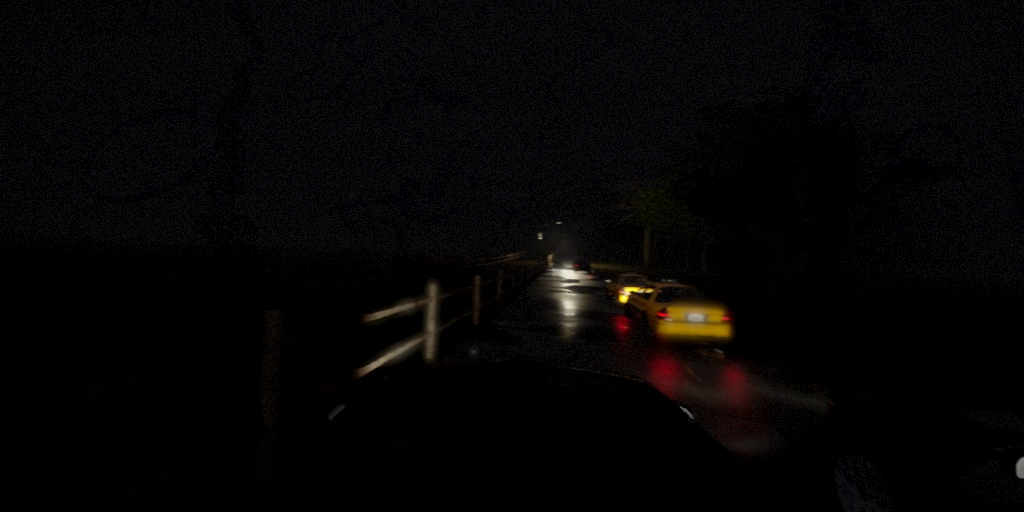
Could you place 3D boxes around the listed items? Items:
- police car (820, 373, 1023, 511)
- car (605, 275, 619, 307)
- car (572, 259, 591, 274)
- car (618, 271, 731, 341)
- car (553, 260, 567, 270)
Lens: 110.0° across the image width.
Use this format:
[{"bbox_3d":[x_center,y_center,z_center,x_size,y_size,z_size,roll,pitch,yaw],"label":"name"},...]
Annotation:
[{"bbox_3d":[3.300,1.303,1.041,1.930,1.638,5.238,2,-1,8],"label":"police car"},{"bbox_3d":[5.556,1.490,16.958,1.801,1.575,5.366,2,0,8],"label":"car"},{"bbox_3d":[8.797,1.215,45.034,2.097,1.767,4.553,2,1,8],"label":"car"},{"bbox_3d":[4.713,1.455,11.018,1.801,1.575,5.366,2,0,8],"label":"car"},{"bbox_3d":[6.784,1.214,50.914,2.033,1.411,5.357,2,1,8],"label":"car"}]
